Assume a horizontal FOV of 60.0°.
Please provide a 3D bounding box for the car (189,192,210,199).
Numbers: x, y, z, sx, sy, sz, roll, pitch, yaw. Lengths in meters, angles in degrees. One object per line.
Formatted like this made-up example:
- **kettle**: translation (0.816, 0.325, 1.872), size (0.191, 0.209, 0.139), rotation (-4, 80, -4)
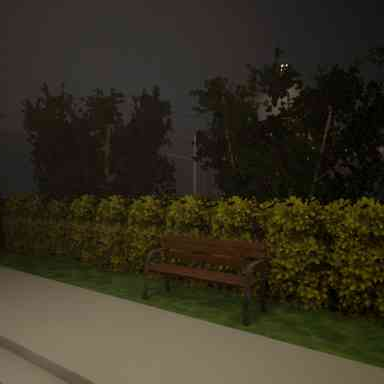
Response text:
- **car**: translation (1.585, 0.706, 70.110), size (1.882, 1.535, 5.008), rotation (0, 1, 35)

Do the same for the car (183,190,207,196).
- **car**: translation (0.450, 0.586, 62.485), size (2.150, 2.045, 5.566), rotation (0, 1, 35)
